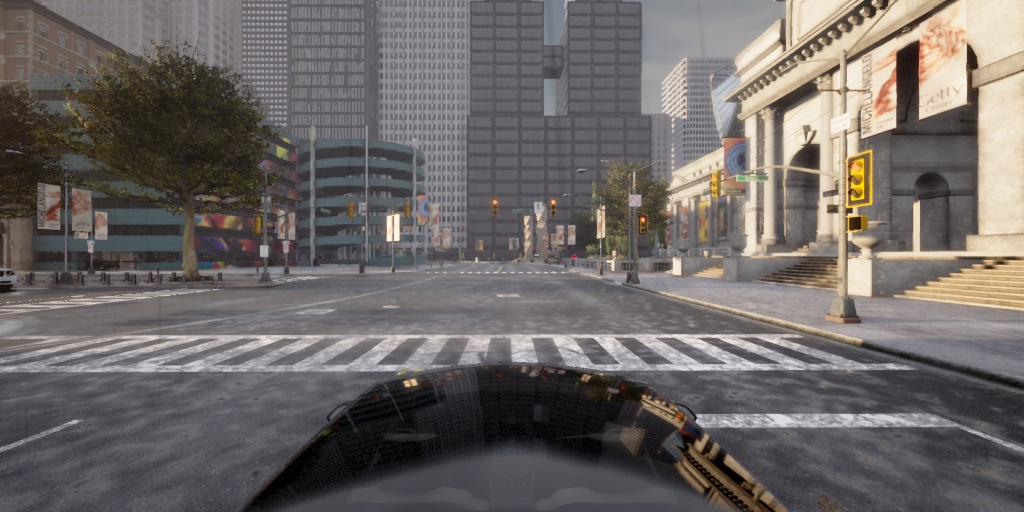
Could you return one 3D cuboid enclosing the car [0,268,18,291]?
[{"bbox_3d":[-31.152,0.971,19.773,5.566,2.045,2.150,0,0,0],"label":"car"}]
